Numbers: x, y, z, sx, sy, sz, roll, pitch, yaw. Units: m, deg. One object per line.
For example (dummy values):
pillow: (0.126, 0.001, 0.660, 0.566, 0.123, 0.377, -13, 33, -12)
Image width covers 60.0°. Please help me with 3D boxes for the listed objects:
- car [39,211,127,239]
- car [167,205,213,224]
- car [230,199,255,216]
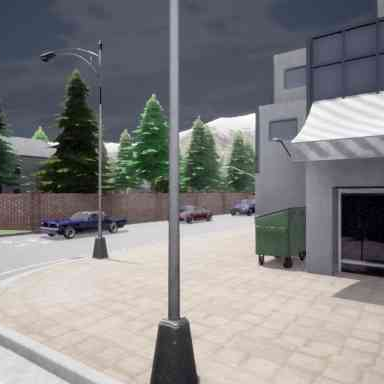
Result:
car: (-6.089, 1.777, 18.942, 1.895, 1.301, 4.718, 0, 0, 37)
car: (-0.108, 1.740, 27.008, 1.994, 1.385, 4.181, 0, 0, 37)
car: (5.884, 1.528, 35.091, 2.097, 1.767, 4.553, 0, 0, 37)
